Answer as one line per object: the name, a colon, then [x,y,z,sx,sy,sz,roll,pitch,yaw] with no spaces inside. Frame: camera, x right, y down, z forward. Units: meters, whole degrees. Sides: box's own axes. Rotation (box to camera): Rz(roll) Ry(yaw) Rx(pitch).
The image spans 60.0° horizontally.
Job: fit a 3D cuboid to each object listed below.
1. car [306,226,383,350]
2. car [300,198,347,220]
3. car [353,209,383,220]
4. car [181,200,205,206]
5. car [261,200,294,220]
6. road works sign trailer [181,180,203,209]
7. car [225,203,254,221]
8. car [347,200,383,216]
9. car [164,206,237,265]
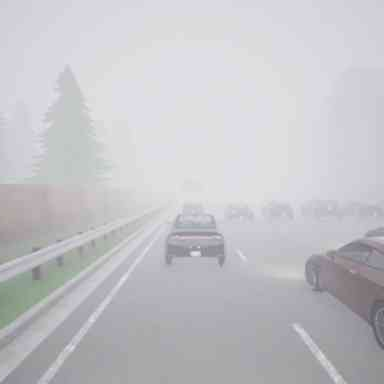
car: [3.585,1.517,5.917,1.812,1.442,4.674,0,0,0]
car: [10.594,1.311,27.657,2.097,1.767,4.553,0,0,0]
car: [7.097,1.490,10.103,1.837,1.490,4.892,0,0,0]
car: [0.092,1.434,29.584,1.882,1.535,5.008,0,0,0]
car: [7.092,1.464,27.979,1.837,1.490,4.892,0,0,0]
road works sign trailer: [-0.010,0.409,37.452,2.380,3.560,2.880,0,0,0]
car: [3.592,1.562,26.493,1.895,1.301,4.718,0,0,0]
car: [14.092,1.464,27.976,1.837,1.490,4.892,0,0,0]
car: [0.097,1.475,11.560,2.128,1.511,4.902,0,0,0]
